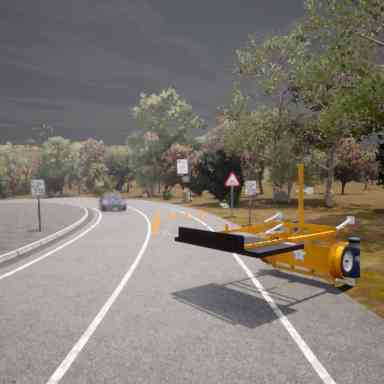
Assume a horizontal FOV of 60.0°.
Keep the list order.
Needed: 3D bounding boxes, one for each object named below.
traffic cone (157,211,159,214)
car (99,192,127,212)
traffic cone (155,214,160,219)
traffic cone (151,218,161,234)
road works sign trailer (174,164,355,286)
[{"bbox_3d":[-2.159,1.636,20.511,0.340,0.580,0.340,-1,2,-4],"label":"traffic cone"},{"bbox_3d":[-7.330,0.839,30.609,2.097,1.767,4.553,-2,2,-20],"label":"car"},{"bbox_3d":[-2.009,1.694,18.519,0.340,0.580,0.340,-1,2,-4],"label":"traffic cone"},{"bbox_3d":[-1.861,1.751,16.525,0.340,0.580,0.340,-1,2,-4],"label":"traffic cone"},{"bbox_3d":[1.687,0.774,7.440,3.560,2.880,2.380,-1,1,-38],"label":"road works sign trailer"}]
